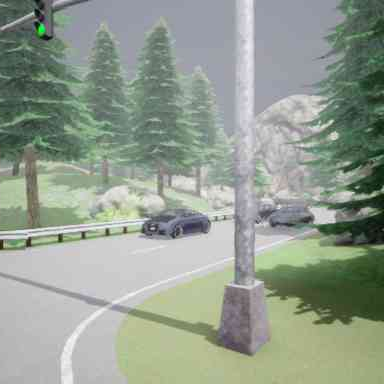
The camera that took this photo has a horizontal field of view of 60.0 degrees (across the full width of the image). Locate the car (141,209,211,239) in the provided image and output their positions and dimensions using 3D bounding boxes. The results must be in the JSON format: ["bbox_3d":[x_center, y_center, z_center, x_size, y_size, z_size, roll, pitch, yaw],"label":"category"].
[{"bbox_3d":[-0.750,1.584,17.641,1.994,1.385,4.181,0,0,35],"label":"car"}]

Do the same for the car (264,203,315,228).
[{"bbox_3d":[6.673,1.644,21.934,1.994,1.385,4.181,0,-1,35],"label":"car"}]

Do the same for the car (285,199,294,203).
[{"bbox_3d":[11.529,1.526,35.887,1.837,1.490,4.892,0,0,23],"label":"car"}]

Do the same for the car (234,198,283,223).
[{"bbox_3d":[4.972,1.512,25.775,2.128,1.511,4.902,0,0,35],"label":"car"}]

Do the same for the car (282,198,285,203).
[{"bbox_3d":[14.097,1.612,54.108,1.994,1.385,4.181,1,-1,-36],"label":"car"}]
